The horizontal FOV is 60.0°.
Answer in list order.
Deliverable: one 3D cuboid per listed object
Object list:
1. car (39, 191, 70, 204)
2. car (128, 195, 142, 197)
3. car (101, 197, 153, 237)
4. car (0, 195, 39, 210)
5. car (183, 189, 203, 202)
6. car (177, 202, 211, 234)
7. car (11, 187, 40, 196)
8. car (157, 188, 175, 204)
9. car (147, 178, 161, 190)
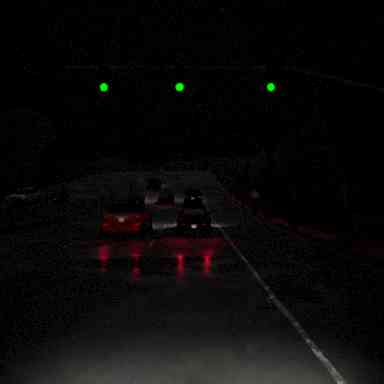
[{"bbox_3d":[-17.514,0.710,43.356,1.837,1.490,4.892,0,5,1],"label":"car"},{"bbox_3d":[-6.875,1.029,40.437,1.895,1.301,4.718,0,4,0],"label":"car"},{"bbox_3d":[-3.405,1.358,18.178,2.097,1.767,4.553,0,0,0],"label":"car"},{"bbox_3d":[-17.562,1.391,32.644,2.033,1.411,5.357,0,2,0],"label":"car"},{"bbox_3d":[0.128,0.599,41.111,2.150,2.045,5.566,0,4,0],"label":"car"},{"bbox_3d":[0.096,1.533,19.026,1.812,1.442,4.674,0,0,0],"label":"car"},{"bbox_3d":[-21.027,0.541,41.802,2.150,2.045,5.566,0,6,1],"label":"car"},{"bbox_3d":[-3.359,0.665,43.535,1.882,1.535,5.008,0,5,0],"label":"car"},{"bbox_3d":[-6.871,-1.506,60.473,2.150,2.045,5.566,0,7,0],"label":"car"}]
